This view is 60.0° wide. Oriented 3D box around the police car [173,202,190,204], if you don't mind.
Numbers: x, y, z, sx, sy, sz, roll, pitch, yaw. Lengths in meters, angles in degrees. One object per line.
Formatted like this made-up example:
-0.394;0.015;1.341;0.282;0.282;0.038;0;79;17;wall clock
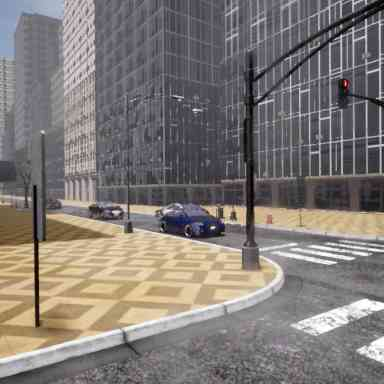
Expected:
-0.952;1.521;24.761;2.038;1.542;4.974;-1;0;-35;police car

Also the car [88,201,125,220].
-7.445;1.548;28.610;2.128;1.511;4.902;-1;0;-35;car

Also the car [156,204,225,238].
-0.100;1.604;18.225;1.994;1.385;4.181;-1;0;-35;car

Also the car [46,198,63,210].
-18.933;1.587;44.990;1.837;1.490;4.892;-1;0;-35;car
